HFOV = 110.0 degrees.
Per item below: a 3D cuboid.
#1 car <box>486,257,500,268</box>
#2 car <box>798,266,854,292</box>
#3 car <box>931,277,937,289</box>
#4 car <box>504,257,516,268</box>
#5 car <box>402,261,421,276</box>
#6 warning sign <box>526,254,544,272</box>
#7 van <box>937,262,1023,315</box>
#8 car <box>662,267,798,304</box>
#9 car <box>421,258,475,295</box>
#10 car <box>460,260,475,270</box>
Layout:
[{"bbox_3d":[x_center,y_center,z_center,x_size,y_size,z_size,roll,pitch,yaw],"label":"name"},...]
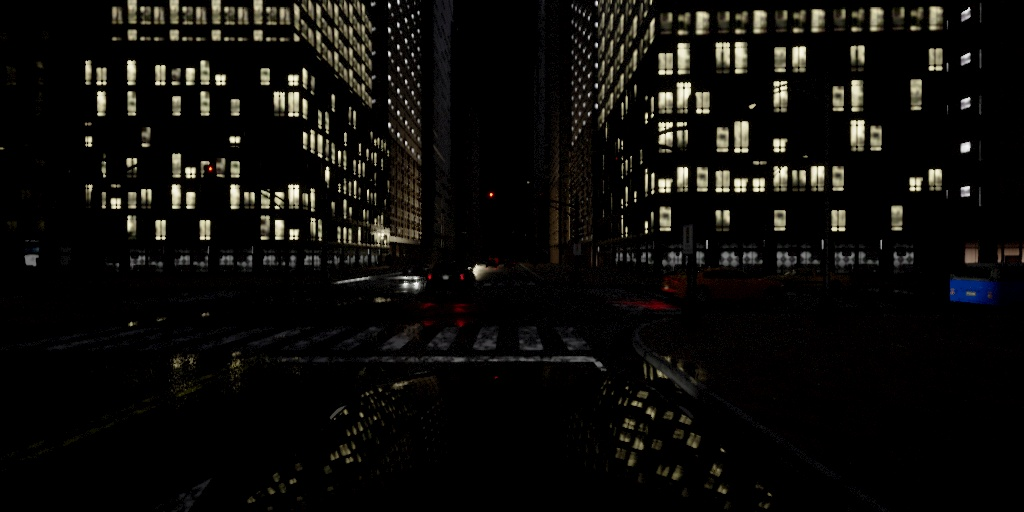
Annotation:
[{"bbox_3d":[-3.628,1.344,63.413,1.812,1.442,4.674,0,0,0],"label":"car"},{"bbox_3d":[16.971,1.280,20.956,4.829,1.417,1.751,0,0,2],"label":"car"},{"bbox_3d":[26.808,1.343,20.532,4.207,1.307,1.802,0,0,2],"label":"car"},{"bbox_3d":[-0.380,1.383,63.851,1.994,1.385,4.181,0,0,0],"label":"car"},{"bbox_3d":[-10.065,1.253,37.721,2.128,1.511,4.902,0,0,0],"label":"car"},{"bbox_3d":[2.611,0.883,40.854,1.300,1.860,1.060,0,0,0],"label":"warning sign"},{"bbox_3d":[18.292,1.111,12.792,3.998,1.789,1.690,0,0,2],"label":"van"},{"bbox_3d":[9.269,1.237,15.805,5.008,1.535,1.882,0,-1,-2],"label":"car"},{"bbox_3d":[-3.264,1.099,19.704,2.097,1.767,4.553,0,0,0],"label":"car"},{"bbox_3d":[-6.907,1.305,56.054,1.837,1.490,4.892,0,-1,0],"label":"car"}]
